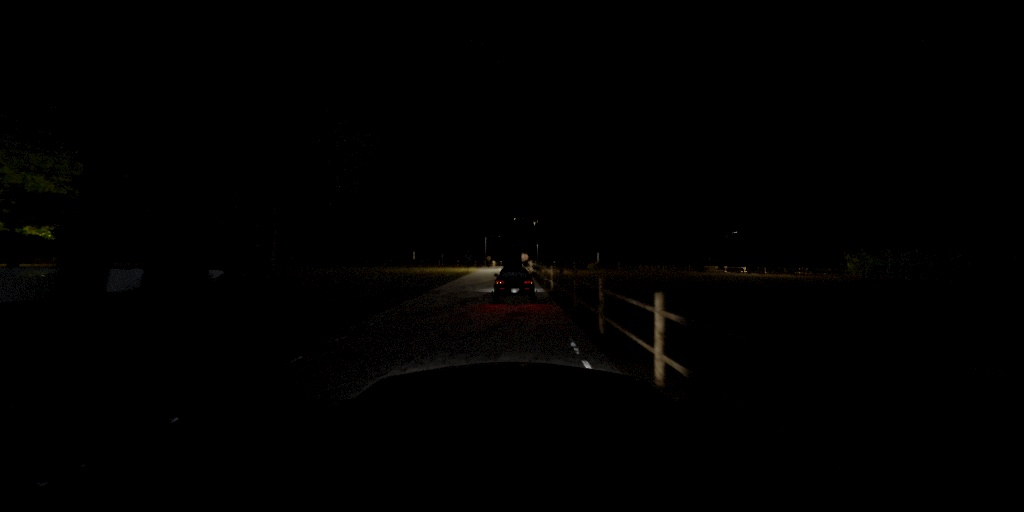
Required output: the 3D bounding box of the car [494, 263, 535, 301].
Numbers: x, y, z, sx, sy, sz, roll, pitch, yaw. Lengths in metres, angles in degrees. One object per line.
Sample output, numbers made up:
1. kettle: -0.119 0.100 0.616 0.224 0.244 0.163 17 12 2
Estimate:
1. car: 0.100 1.255 17.262 1.812 1.442 4.674 0 0 0
